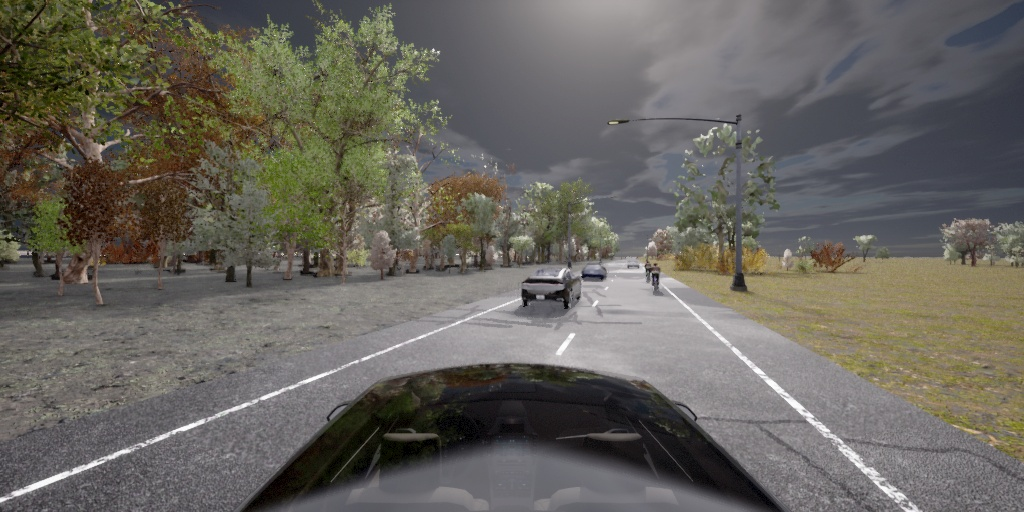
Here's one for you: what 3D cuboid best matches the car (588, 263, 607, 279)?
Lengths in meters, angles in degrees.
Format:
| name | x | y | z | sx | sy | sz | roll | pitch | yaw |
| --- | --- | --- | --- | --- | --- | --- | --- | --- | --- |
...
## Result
| name | x | y | z | sx | sy | sz | roll | pitch | yaw |
| --- | --- | --- | --- | --- | --- | --- | --- | --- | --- |
| car | 7.371 | 1.319 | 32.028 | 1.994 | 1.385 | 4.181 | 0 | 0 | 18 |

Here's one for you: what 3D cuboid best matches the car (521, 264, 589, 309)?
| name | x | y | z | sx | sy | sz | roll | pitch | yaw |
| --- | --- | --- | --- | --- | --- | --- | --- | --- | --- |
| car | 1.786 | 1.243 | 15.116 | 2.128 | 1.511 | 4.902 | 0 | 0 | 18 |

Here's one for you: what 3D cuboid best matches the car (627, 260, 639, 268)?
| name | x | y | z | sx | sy | sz | roll | pitch | yaw |
| --- | --- | --- | --- | --- | --- | --- | --- | --- | --- |
| car | 20.488 | 1.366 | 60.580 | 1.895 | 1.301 | 4.718 | 0 | 0 | 18 |

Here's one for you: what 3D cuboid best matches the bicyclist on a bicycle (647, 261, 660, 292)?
| name | x | y | z | sx | sy | sz | roll | pitch | yaw |
| --- | --- | --- | --- | --- | --- | --- | --- | --- | --- |
| bicyclist on a bicycle | 7.962 | 1.207 | 19.900 | 0.582 | 1.620 | 1.656 | 0 | 0 | 18 |

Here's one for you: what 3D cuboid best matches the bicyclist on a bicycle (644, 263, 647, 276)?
| name | x | y | z | sx | sy | sz | roll | pitch | yaw |
| --- | --- | --- | --- | --- | --- | --- | --- | --- | --- |
| bicyclist on a bicycle | 10.769 | 1.208 | 28.396 | 0.582 | 1.620 | 1.656 | 0 | 0 | 18 |
